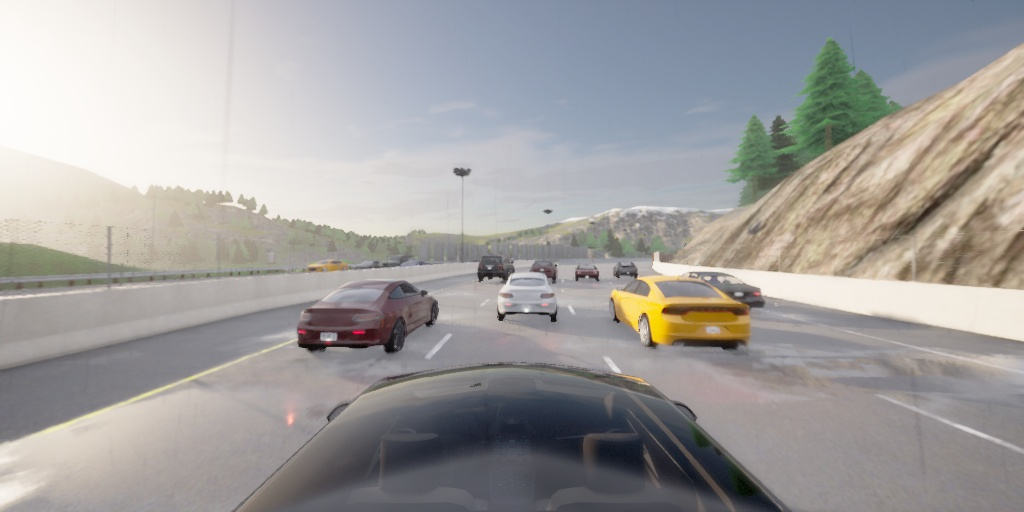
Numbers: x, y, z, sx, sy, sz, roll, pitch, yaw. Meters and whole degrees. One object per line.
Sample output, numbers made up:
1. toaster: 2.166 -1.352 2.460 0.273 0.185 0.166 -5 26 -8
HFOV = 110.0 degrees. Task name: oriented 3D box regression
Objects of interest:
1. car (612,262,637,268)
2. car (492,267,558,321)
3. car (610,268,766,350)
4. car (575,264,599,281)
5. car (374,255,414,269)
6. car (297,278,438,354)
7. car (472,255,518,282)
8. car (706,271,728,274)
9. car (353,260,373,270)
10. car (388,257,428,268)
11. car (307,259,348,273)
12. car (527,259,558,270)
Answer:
1. car: 10.358 1.246 32.937 2.128 1.511 4.902 0 0 11
2. car: 0.562 1.270 12.362 1.812 1.442 4.674 0 0 4
3. car: 3.876 1.232 9.178 1.882 1.535 5.008 0 0 3
4. car: 6.271 1.347 30.242 1.895 1.301 4.718 0 0 10
5. car: -13.097 0.914 41.318 2.150 2.045 5.566 0 0 13
6. car: -3.155 1.263 8.659 1.812 1.442 4.674 0 0 2
7. car: -1.171 0.951 28.200 2.150 2.045 5.566 0 0 9
8. car: 7.687 1.308 14.318 2.033 1.411 5.357 0 0 5
9. car: -16.544 1.209 41.912 1.812 1.442 4.674 0 0 13
10. car: -10.379 1.179 37.218 1.882 1.535 5.008 0 0 12
11. car: -20.513 1.152 39.997 1.882 1.535 5.008 0 0 12
12. car: 2.682 1.090 29.863 2.097 1.767 4.553 0 0 9
